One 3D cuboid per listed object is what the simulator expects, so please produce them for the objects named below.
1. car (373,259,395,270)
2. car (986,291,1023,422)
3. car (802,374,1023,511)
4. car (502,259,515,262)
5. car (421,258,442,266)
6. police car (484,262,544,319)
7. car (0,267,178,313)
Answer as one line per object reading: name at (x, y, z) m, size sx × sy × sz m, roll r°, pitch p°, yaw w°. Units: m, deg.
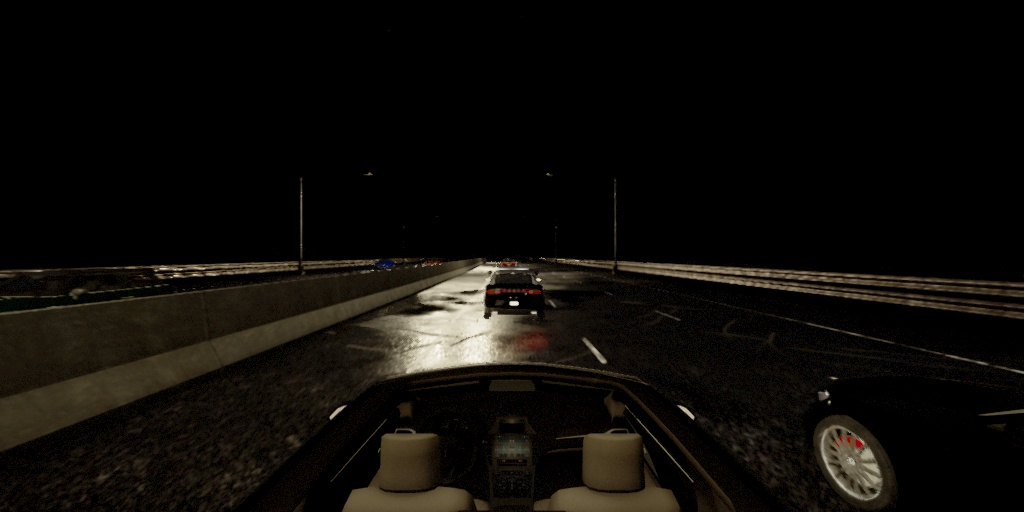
car at (-18.292, 1.206, 51.502) m, size 1.882 × 1.535 × 5.008 m, roll 0°, pitch 0°, yaw -1°
car at (7.092, 1.226, 2.144) m, size 1.882 × 1.535 × 5.008 m, roll 0°, pitch 0°, yaw 0°
car at (3.593, 1.275, 1.329) m, size 1.812 × 1.442 × 4.674 m, roll 0°, pitch 0°, yaw 0°
car at (-0.400, 1.084, 42.813) m, size 2.097 × 1.767 × 4.553 m, roll 0°, pitch 0°, yaw -1°
car at (-11.285, 1.080, 51.197) m, size 2.097 × 1.767 × 4.553 m, roll 0°, pitch 0°, yaw -1°
police car at (0.052, 1.173, 13.015) m, size 1.930 × 1.638 × 5.238 m, roll 0°, pitch 0°, yaw 0°
car at (-10.624, 1.104, 8.427) m, size 2.097 × 1.767 × 4.553 m, roll 0°, pitch 0°, yaw 0°
